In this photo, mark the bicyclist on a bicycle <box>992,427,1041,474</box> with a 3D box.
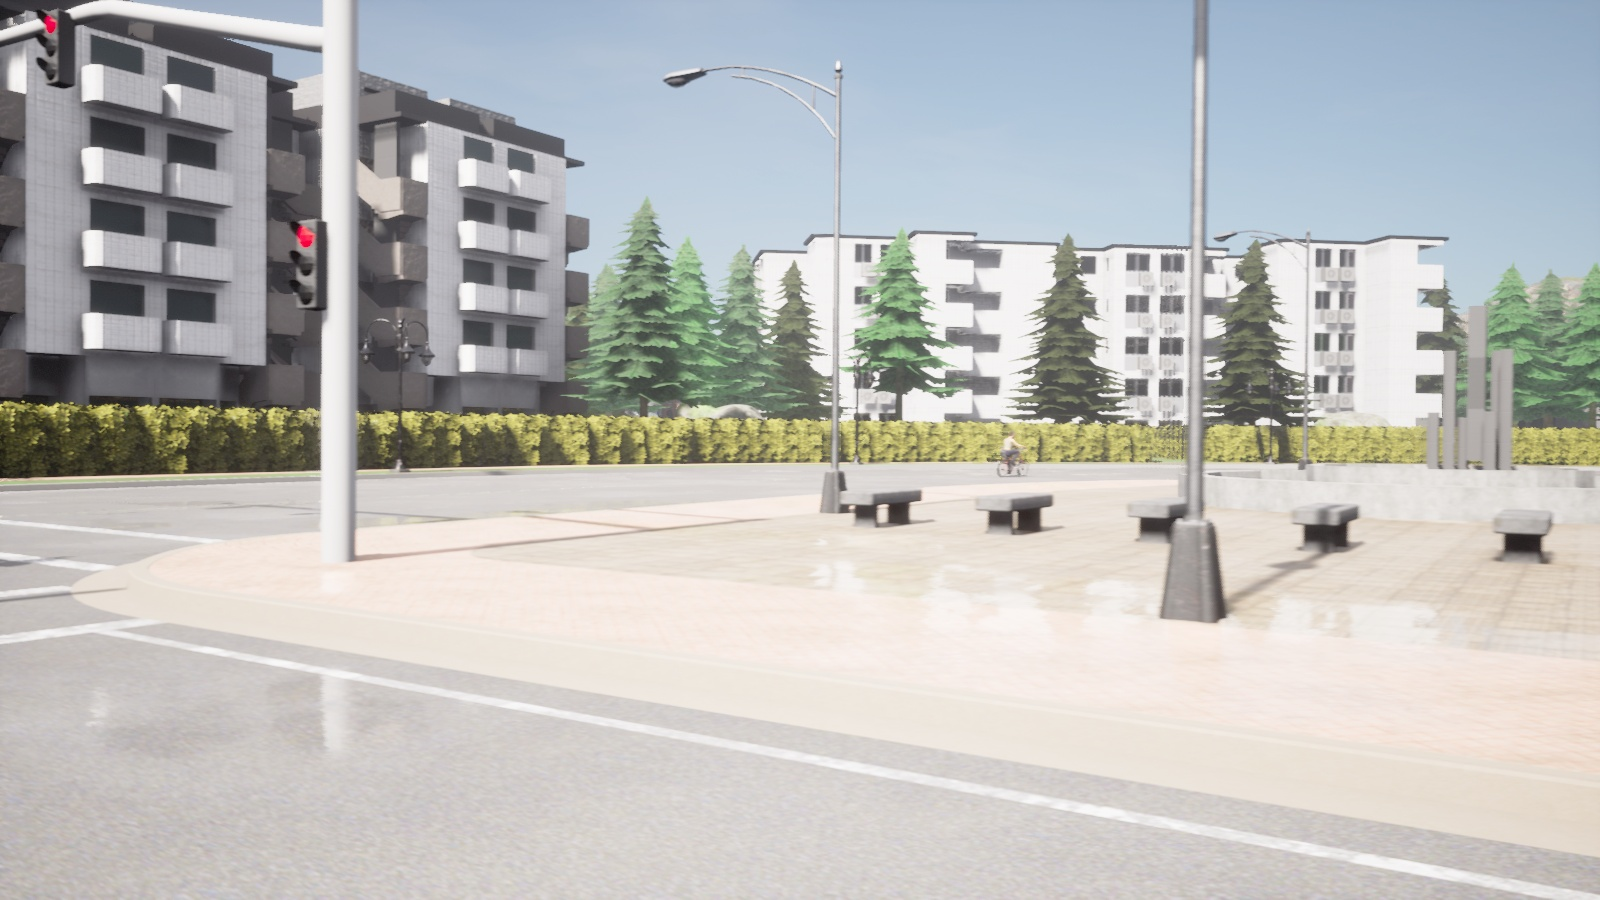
[{"bbox_3d":[7.523,0.005,43.554,1.509,1.612,0.866,-1,1,-35],"label":"bicyclist on a bicycle"}]
